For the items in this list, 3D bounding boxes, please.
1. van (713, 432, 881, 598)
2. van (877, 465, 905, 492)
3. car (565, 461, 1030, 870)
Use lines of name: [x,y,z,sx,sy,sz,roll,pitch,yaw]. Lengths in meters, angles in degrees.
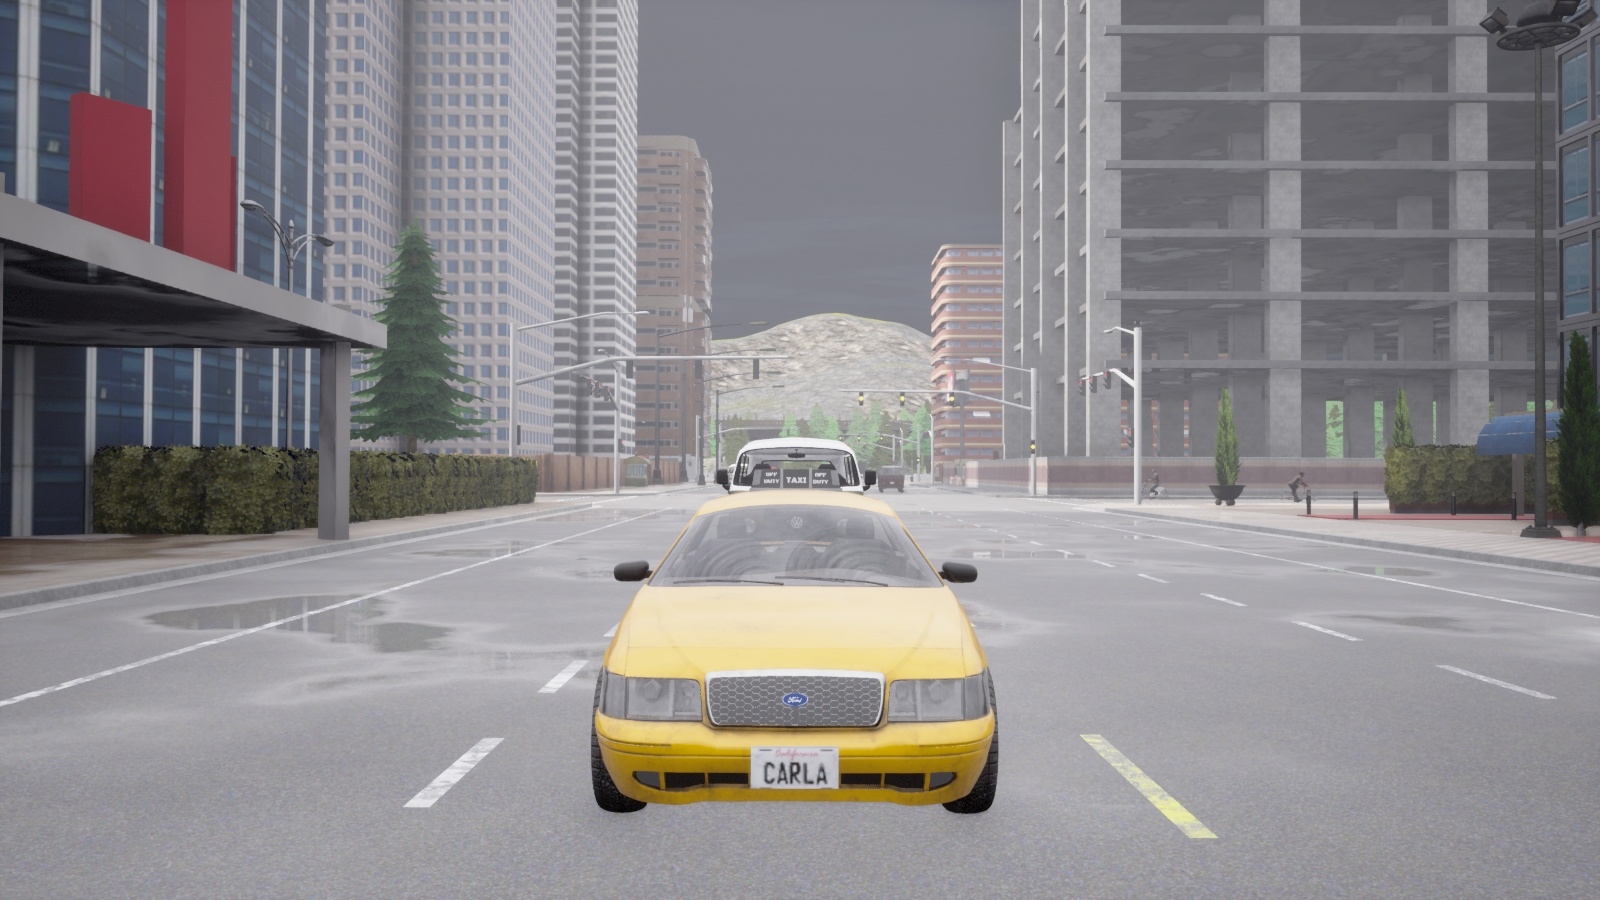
van: [-0.046,0.836,17.761,2.069,2.038,4.480,0,-1,0]
van: [6.719,2.098,92.992,1.775,1.987,4.442,0,-1,1]
car: [-0.019,0.880,7.559,1.801,1.575,5.366,0,-1,0]
